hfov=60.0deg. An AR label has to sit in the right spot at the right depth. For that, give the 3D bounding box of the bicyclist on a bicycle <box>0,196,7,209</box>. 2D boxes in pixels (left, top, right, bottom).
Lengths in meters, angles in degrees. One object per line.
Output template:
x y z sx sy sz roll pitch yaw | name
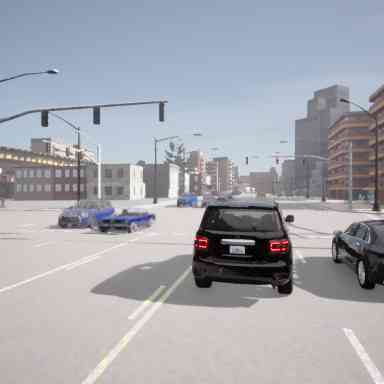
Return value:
-23.709 1.303 41.577 0.582 1.620 1.656 0 0 10 | bicyclist on a bicycle

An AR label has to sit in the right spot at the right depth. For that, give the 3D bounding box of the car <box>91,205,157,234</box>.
-3.639 1.592 19.279 1.895 1.301 4.718 0 0 12 | car

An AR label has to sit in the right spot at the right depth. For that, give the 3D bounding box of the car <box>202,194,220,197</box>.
2.473 1.381 46.110 1.837 1.490 4.892 0 1 12 | car

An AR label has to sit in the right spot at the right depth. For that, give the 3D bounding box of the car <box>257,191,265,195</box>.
17.686 0.559 85.148 2.097 1.767 4.553 0 1 12 | car

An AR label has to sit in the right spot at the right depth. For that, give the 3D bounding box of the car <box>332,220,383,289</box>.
5.127 1.505 8.962 1.837 1.490 4.892 0 0 11 | car

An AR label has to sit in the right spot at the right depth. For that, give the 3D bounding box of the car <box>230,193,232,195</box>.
7.783 0.954 71.631 1.837 1.490 4.892 0 1 12 | car

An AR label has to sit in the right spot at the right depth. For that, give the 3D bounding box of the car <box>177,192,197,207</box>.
-0.601 1.080 48.527 2.150 2.045 5.566 0 1 12 | car

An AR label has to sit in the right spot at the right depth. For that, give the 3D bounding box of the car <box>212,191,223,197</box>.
6.262 0.439 81.681 2.033 1.411 5.357 0 1 12 | car

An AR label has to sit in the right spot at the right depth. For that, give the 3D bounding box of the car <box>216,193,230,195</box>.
5.273 1.270 59.696 1.895 1.301 4.718 0 1 12 | car

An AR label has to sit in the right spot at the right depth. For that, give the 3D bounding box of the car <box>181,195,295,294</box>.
1.566 1.221 9.093 2.150 2.045 5.566 0 0 15 | car

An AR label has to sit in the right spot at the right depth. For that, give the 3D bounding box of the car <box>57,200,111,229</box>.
-6.693 1.346 21.678 2.097 1.767 4.553 0 0 12 | car
